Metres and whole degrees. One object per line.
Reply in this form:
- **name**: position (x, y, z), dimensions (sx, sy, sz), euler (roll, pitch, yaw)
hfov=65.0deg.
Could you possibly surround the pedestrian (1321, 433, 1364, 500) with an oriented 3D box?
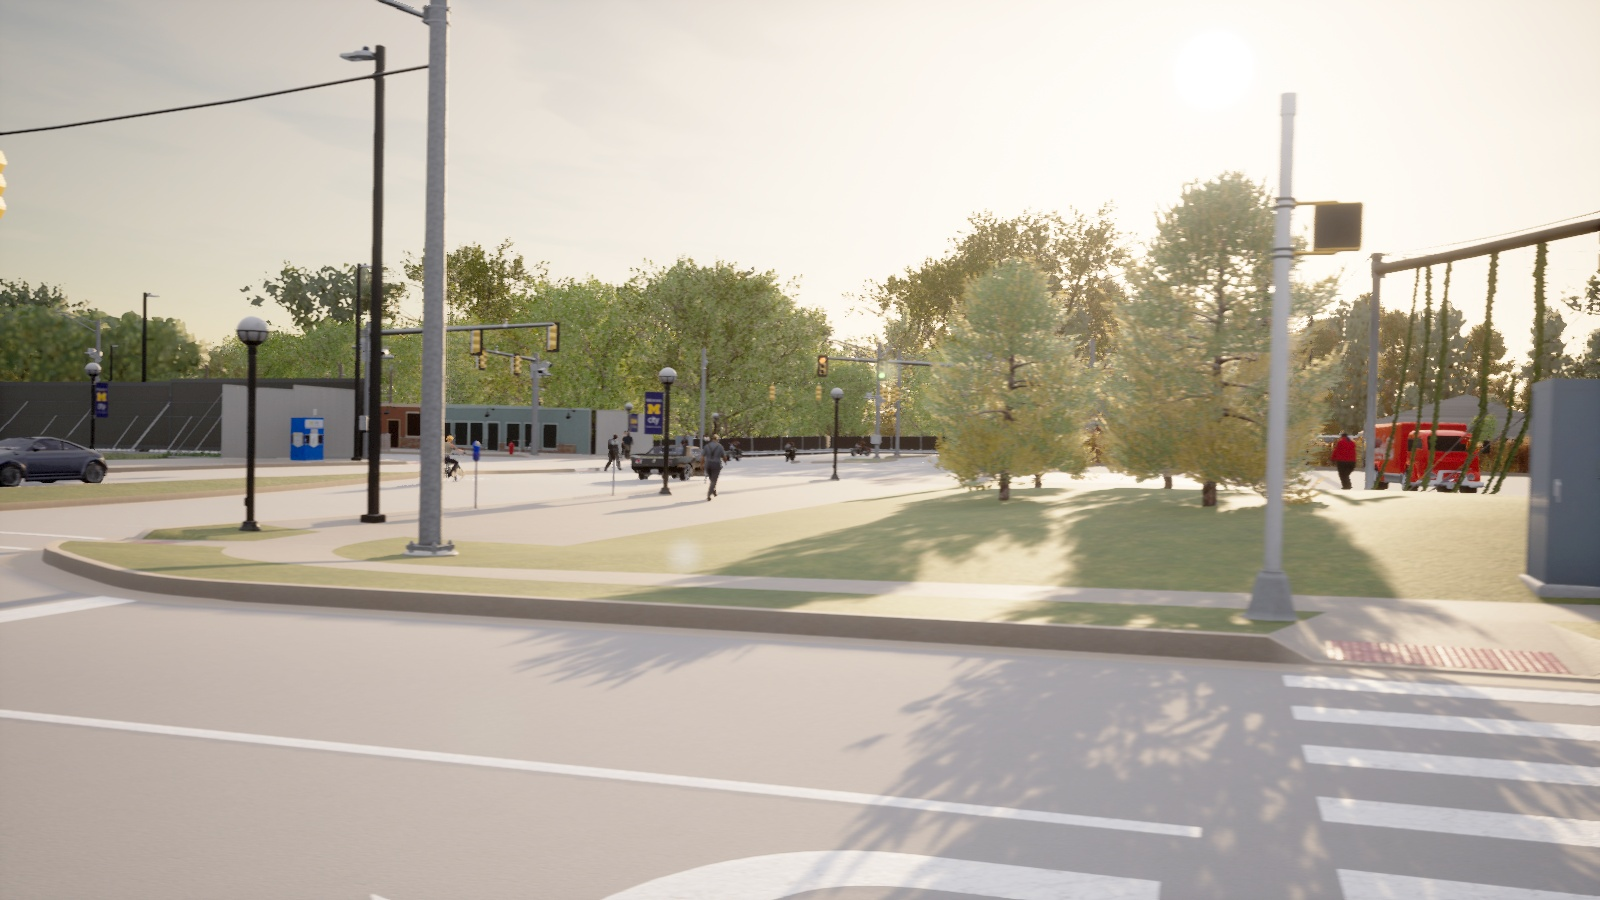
- **pedestrian**: position (15.462, 0.468, 35.809), dimensions (0.634, 1.844, 0.899), euler (1, 2, -12)

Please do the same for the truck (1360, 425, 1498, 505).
- **truck**: position (21.094, 0.470, 42.422), dimensions (2.627, 2.467, 5.204), euler (2, 0, 9)

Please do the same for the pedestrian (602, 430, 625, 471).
- **pedestrian**: position (-8.623, 0.017, 58.168), dimensions (0.849, 1.883, 0.563), euler (2, 2, 22)

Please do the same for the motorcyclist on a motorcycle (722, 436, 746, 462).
- **motorcyclist on a motorcycle**: position (-4.373, -0.067, 82.785), dimensions (0.766, 1.649, 2.350), euler (1, -1, 18)

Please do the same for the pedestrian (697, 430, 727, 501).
- **pedestrian**: position (-2.369, 0.408, 33.755), dimensions (0.540, 1.848, 0.694), euler (2, 2, 15)

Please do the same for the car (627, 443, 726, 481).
- **car**: position (-4.508, 0.445, 46.744), dimensions (1.895, 1.301, 4.718), euler (1, 0, 18)

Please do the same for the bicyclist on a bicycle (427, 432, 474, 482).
- **bicyclist on a bicycle**: position (-11.758, 0.214, 42.340), dimensions (0.866, 1.612, 1.509), euler (2, 2, 15)

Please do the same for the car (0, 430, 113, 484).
- **car**: position (-21.478, 0.156, 34.639), dimensions (1.994, 1.385, 4.181), euler (2, 1, 19)
